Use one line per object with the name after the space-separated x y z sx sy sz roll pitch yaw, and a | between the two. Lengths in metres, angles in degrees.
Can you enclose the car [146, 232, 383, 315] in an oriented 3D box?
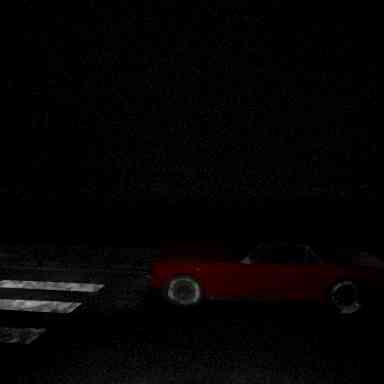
1.487 1.517 6.898 4.718 1.301 1.895 0 1 7 | car
